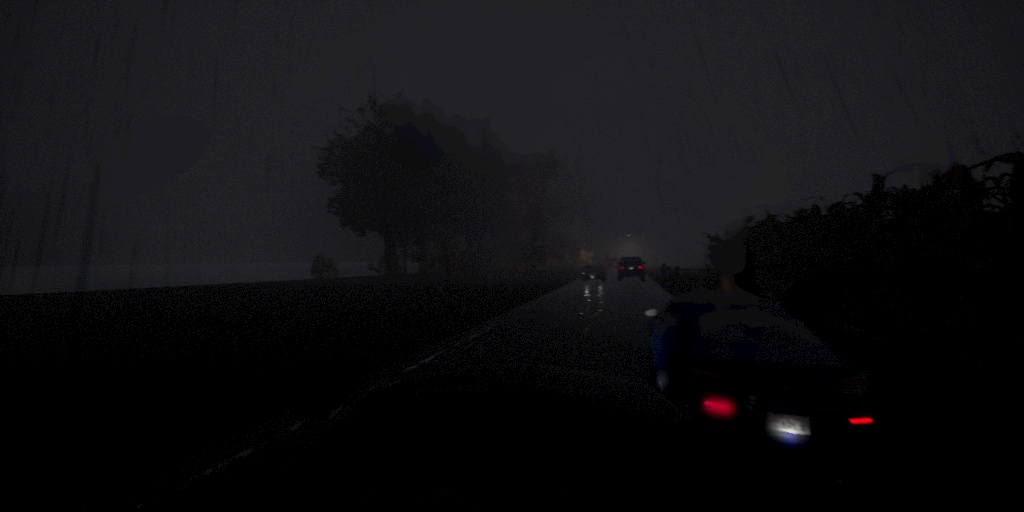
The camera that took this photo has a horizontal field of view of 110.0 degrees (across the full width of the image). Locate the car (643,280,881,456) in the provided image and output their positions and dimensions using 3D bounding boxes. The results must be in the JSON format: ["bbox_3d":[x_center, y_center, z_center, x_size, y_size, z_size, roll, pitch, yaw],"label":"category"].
[{"bbox_3d":[3.043,1.265,5.235,1.812,1.442,4.674,-1,0,18],"label":"car"}]

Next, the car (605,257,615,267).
[{"bbox_3d":[16.634,1.233,60.276,2.150,2.045,5.566,-1,0,18],"label":"car"}]

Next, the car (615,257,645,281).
[{"bbox_3d":[10.387,1.077,31.325,2.150,2.045,5.566,-1,0,18],"label":"car"}]

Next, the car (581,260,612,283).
[{"bbox_3d":[6.986,1.381,30.236,2.128,1.511,4.902,-1,0,18],"label":"car"}]
